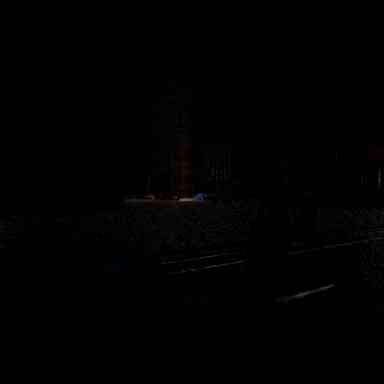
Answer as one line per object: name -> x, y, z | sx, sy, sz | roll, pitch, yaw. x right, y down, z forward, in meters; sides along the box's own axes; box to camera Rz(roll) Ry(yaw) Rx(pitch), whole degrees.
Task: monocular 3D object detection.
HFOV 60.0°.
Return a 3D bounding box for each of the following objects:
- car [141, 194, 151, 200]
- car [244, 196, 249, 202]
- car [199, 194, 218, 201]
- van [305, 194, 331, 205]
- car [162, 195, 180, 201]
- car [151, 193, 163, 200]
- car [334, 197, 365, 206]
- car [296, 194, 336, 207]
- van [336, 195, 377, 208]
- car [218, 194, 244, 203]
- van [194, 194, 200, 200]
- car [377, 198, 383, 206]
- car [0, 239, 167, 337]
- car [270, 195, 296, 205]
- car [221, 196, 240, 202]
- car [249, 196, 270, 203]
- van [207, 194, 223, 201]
car -> -11.191, 1.456, 90.049 | 1.752, 1.417, 4.829 | 0, 0, -36
car -> 12.136, 1.529, 72.031 | 1.802, 1.307, 4.206 | 0, 0, -36
car -> 4.685, 1.314, 77.719 | 2.033, 1.411, 5.357 | 0, 0, -36
van -> 22.028, 1.291, 58.167 | 1.690, 1.788, 3.998 | 0, 0, -36
car -> -4.695, 1.481, 80.944 | 2.008, 1.369, 4.403 | 0, 0, -36
car -> -7.992, 1.370, 85.566 | 1.967, 1.590, 4.097 | 0, 0, -36
car -> 25.325, 1.535, 53.545 | 1.802, 1.307, 4.206 | 0, 0, -36
car -> 18.387, 1.250, 48.593 | 2.192, 1.841, 5.009 | 0, 0, -36
van -> 21.684, 1.280, 43.971 | 1.690, 1.788, 3.998 | 0, 0, -36
car -> 7.900, 1.486, 68.040 | 1.994, 1.385, 4.181 | 0, 0, -35
van -> 2.244, 1.289, 85.898 | 1.690, 1.788, 3.998 | 0, 0, -36
car -> 28.623, 1.508, 48.923 | 2.008, 1.369, 4.403 | 0, 0, -36
car -> -3.053, 1.547, 5.500 | 5.357, 1.411, 2.033 | 0, 0, -36
car -> 15.089, 1.514, 53.214 | 1.802, 1.307, 4.206 | 0, 0, -36
car -> 8.838, 1.529, 76.654 | 1.802, 1.307, 4.206 | 0, 0, -36
car -> 13.880, 1.473, 64.830 | 1.812, 1.442, 4.674 | 0, 0, -36
van -> 5.541, 1.289, 81.276 | 1.690, 1.788, 3.998 | 0, 0, -36
